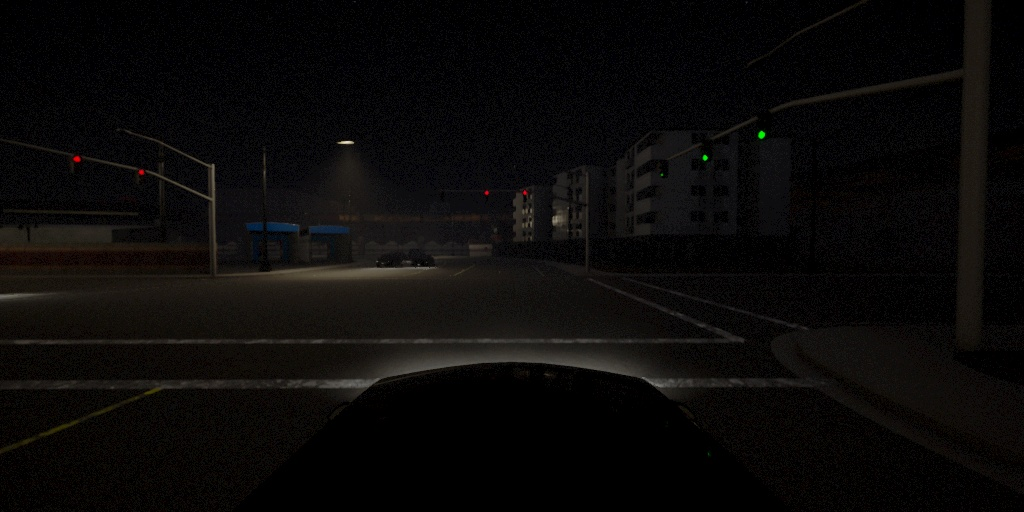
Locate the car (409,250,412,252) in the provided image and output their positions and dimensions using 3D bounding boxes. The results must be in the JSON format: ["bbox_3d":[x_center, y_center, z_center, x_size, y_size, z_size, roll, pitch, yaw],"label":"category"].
[{"bbox_3d":[-18.371,0.053,59.003,1.837,1.490,4.892,-1,1,-28],"label":"car"}]

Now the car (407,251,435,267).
[{"bbox_3d":[-10.028,0.500,40.889,2.033,1.411,5.357,0,1,-2],"label":"car"}]

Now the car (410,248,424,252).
[{"bbox_3d":[-16.597,-0.323,63.046,2.150,2.045,5.566,-1,1,-32],"label":"car"}]

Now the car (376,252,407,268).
[{"bbox_3d":[-13.552,0.482,39.766,1.837,1.490,4.892,0,1,-2],"label":"car"}]
